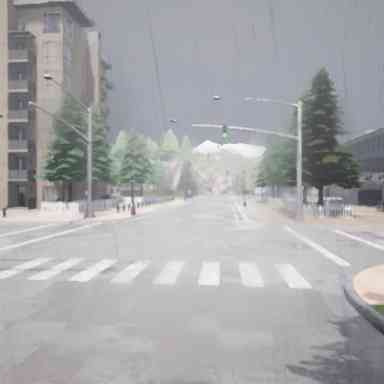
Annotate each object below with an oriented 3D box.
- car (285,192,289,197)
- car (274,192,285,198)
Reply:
[{"bbox_3d":[25.525,0.836,91.324,1.970,1.475,3.806,0,0,6],"label":"car"},{"bbox_3d":[21.736,0.863,84.282,1.845,1.501,3.633,0,0,6],"label":"car"}]
